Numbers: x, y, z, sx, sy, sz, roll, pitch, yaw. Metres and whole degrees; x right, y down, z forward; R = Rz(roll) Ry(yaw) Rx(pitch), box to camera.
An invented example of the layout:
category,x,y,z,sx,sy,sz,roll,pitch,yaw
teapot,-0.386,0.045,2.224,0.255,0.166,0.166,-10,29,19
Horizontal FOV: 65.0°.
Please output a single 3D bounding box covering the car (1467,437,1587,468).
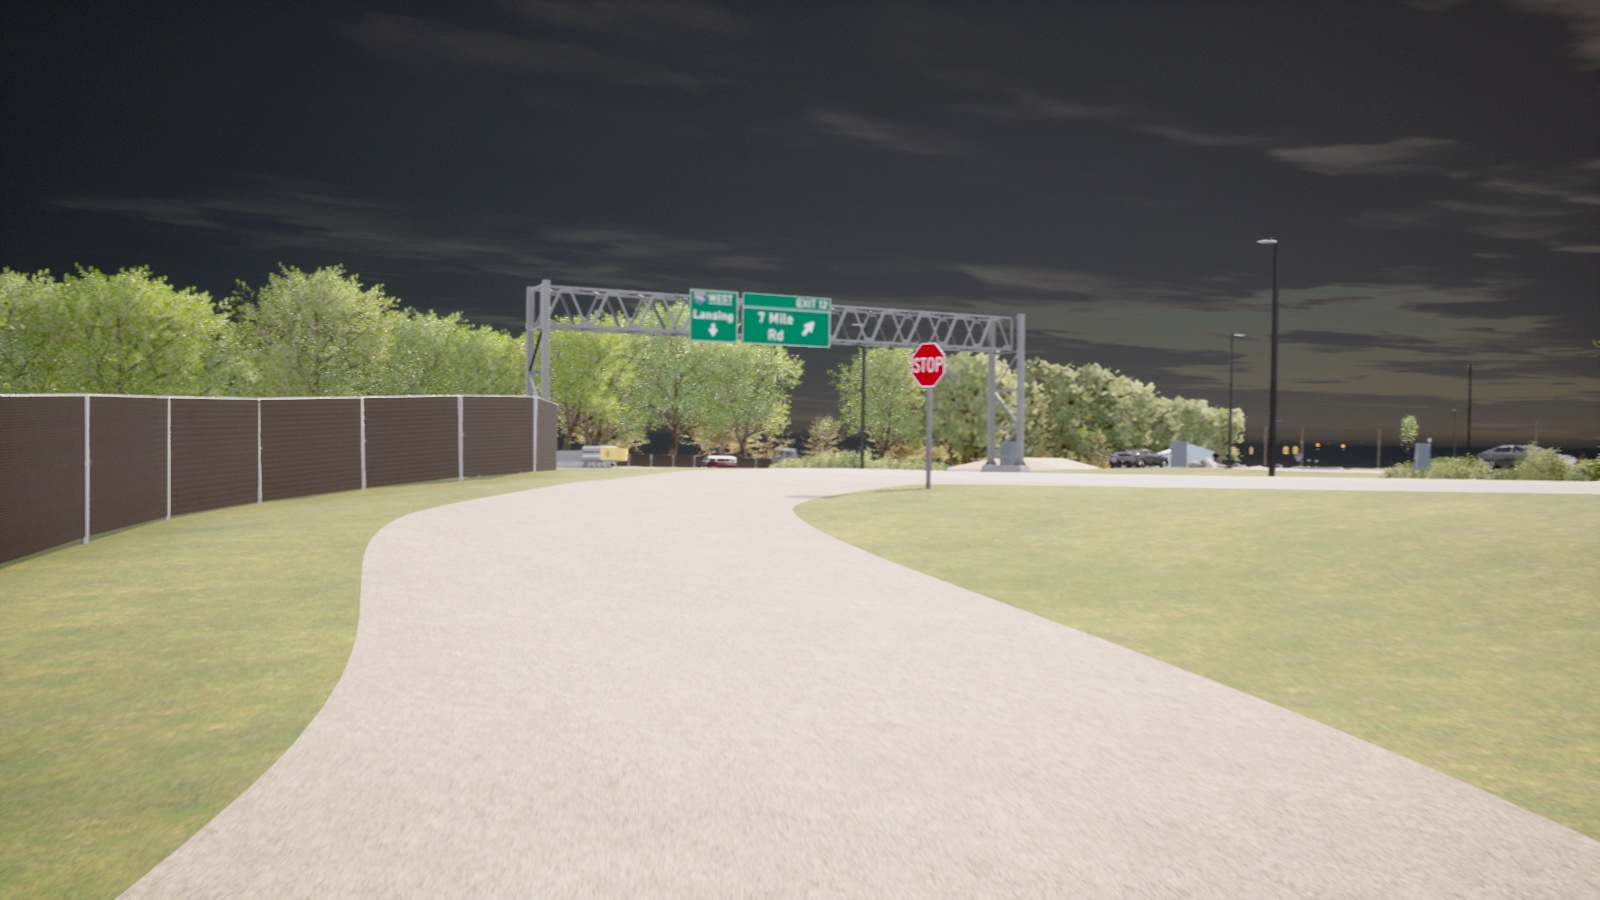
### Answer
category,x,y,z,sx,sy,sz,roll,pitch,yaw
car,36.623,0.140,63.399,2.128,1.511,4.902,0,0,-24
